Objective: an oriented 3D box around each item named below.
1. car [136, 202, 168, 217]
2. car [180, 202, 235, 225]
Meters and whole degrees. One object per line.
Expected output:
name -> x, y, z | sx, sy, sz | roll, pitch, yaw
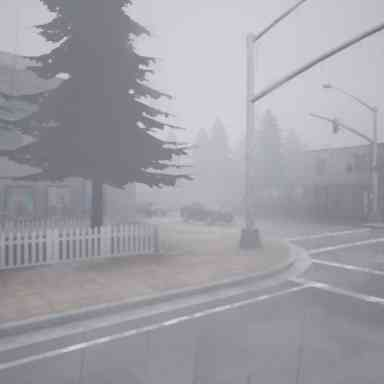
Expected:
car -> -4.162, 1.609, 32.130 | 1.895, 1.301, 4.718 | 0, 0, -34
car -> 1.033, 1.485, 24.367 | 1.882, 1.535, 5.008 | 0, 0, -34
